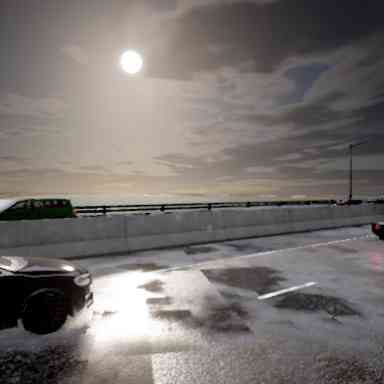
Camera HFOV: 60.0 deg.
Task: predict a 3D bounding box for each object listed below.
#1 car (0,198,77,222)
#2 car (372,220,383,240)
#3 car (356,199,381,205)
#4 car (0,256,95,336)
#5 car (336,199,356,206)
[{"bbox_3d":[-9.387,1.373,18.848,5.566,2.045,2.150,0,0,-37],"label":"car"},{"bbox_3d":[10.727,1.646,16.093,4.718,1.301,1.895,0,0,-36],"label":"car"},{"bbox_3d":[23.943,1.380,43.228,4.902,1.511,2.128,0,0,-36],"label":"car"},{"bbox_3d":[-4.033,1.541,5.118,4.902,1.511,2.128,0,0,-37],"label":"car"},{"bbox_3d":[21.889,1.723,46.059,4.892,1.490,1.837,0,0,-36],"label":"car"}]
